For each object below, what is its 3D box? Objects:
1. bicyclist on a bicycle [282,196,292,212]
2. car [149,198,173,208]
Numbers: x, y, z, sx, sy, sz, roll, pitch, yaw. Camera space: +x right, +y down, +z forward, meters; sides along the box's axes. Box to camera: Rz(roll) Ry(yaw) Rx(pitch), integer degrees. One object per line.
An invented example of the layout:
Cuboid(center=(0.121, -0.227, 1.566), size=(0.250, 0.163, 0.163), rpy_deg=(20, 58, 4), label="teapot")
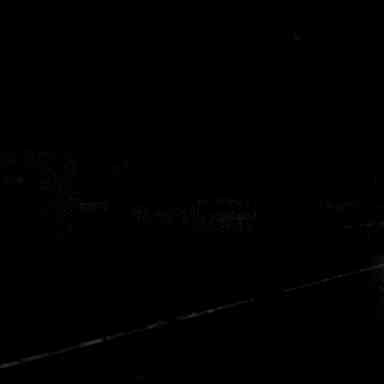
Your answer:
Cuboid(center=(10.006, 1.293, 34.953), size=(1.656, 1.620, 0.582), rpy_deg=(0, 0, -36), label="bicyclist on a bicycle")
Cuboid(center=(-4.527, 1.521, 48.292), size=(1.812, 1.442, 4.674), rpy_deg=(0, 0, -36), label="car")
